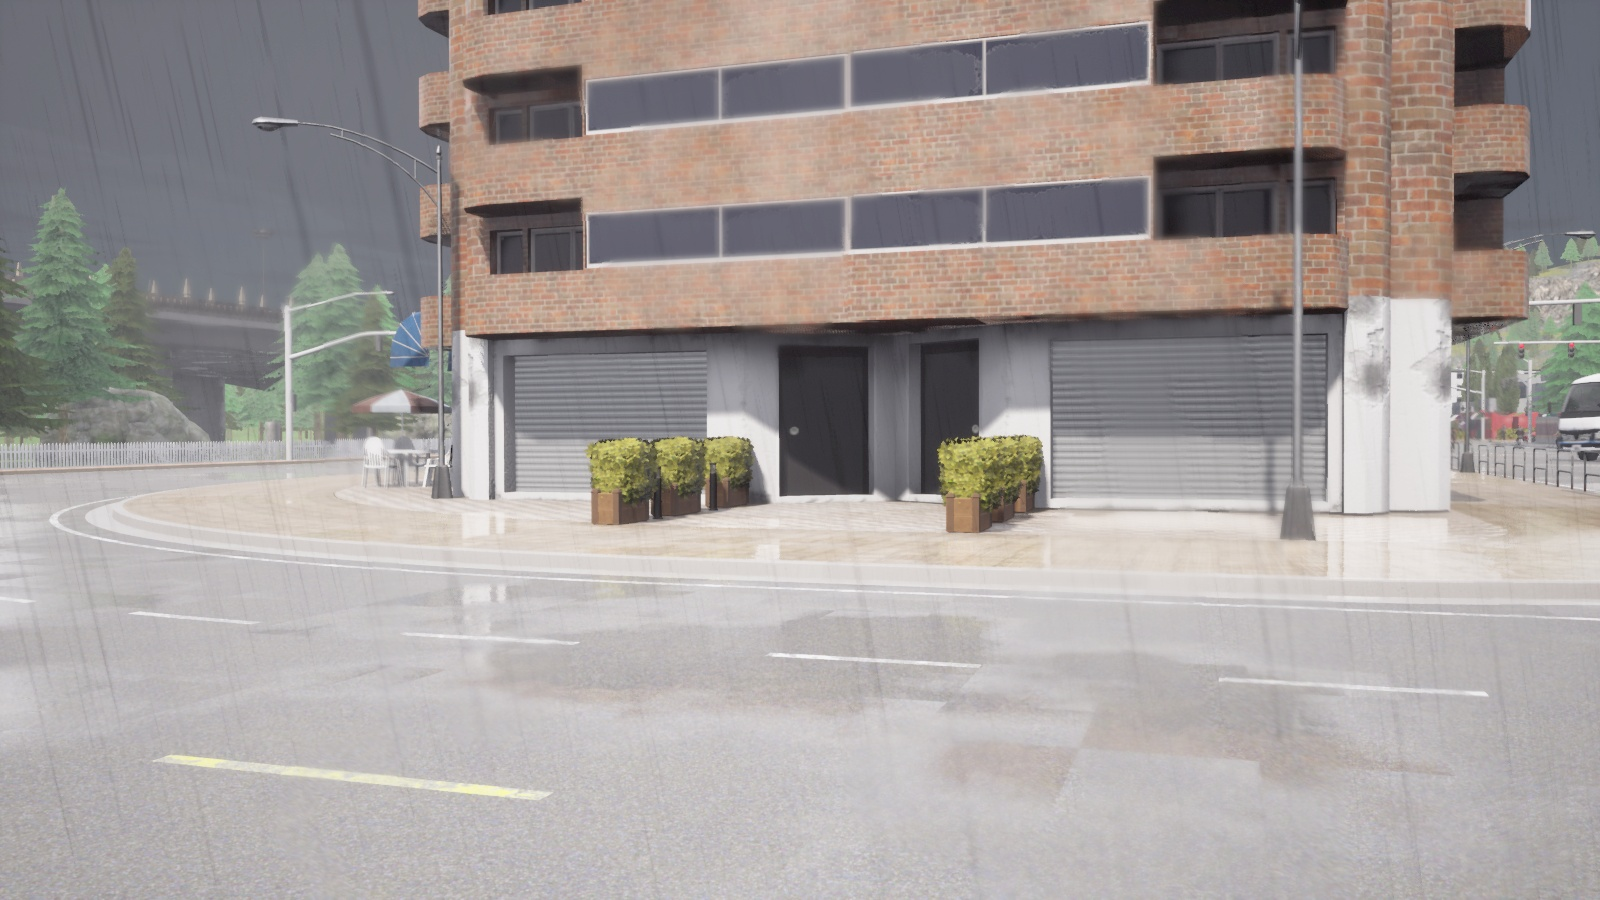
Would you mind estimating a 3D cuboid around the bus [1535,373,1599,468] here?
[{"bbox_3d":[40.471,-1.278,58.422,10.273,4.253,3.944,0,0,-1],"label":"bus"}]
